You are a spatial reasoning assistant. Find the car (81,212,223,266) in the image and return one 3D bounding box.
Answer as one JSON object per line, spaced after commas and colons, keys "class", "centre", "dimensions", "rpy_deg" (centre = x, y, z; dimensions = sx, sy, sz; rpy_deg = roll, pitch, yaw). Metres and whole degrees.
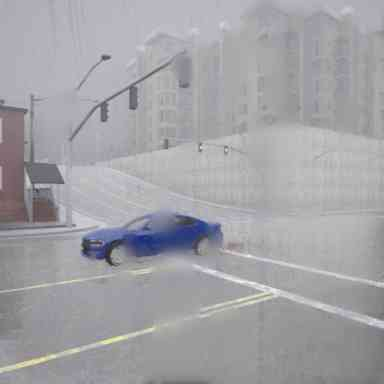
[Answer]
{"class": "car", "centre": [-1.275, 1.478, 11.619], "dimensions": [5.008, 1.535, 1.882], "rpy_deg": [0, -1, -30]}
